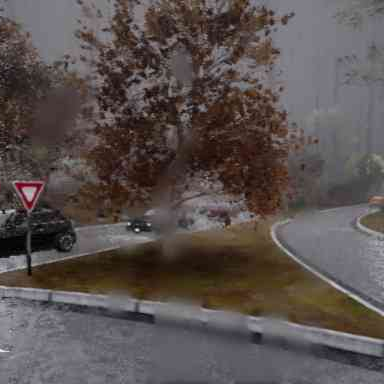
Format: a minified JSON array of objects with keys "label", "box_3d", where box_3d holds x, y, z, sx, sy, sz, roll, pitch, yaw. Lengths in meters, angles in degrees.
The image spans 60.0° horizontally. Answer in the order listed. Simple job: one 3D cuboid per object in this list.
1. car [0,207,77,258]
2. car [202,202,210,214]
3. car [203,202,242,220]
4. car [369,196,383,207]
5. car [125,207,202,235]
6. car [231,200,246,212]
[{"label":"car","box_3d":[-6.499,1.416,11.842,2.097,1.767,4.553,-1,0,33]},{"label":"car","box_3d":[2.036,1.825,37.782,2.033,1.411,5.357,0,0,10]},{"label":"car","box_3d":[2.839,1.803,29.716,1.895,1.301,4.718,0,-1,21]},{"label":"car","box_3d":[27.586,1.313,48.886,1.882,1.535,5.008,0,1,42]},{"label":"car","box_3d":[-1.680,1.647,20.002,2.033,1.411,5.357,0,-1,28]},{"label":"car","box_3d":[5.816,1.744,42.620,1.882,1.535,5.008,-1,0,4]}]
